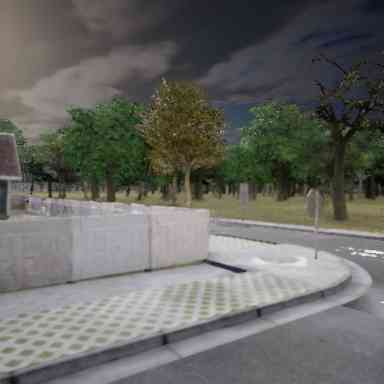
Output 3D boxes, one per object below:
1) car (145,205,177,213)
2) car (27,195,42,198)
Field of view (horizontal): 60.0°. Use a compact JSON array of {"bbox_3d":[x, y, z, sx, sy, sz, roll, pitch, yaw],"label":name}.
[{"bbox_3d":[-1.896,1.650,24.771,1.994,1.385,4.181,2,-1,-36],"label":"car"},{"bbox_3d":[-36.286,1.547,77.782,2.128,1.511,4.902,2,-1,-36],"label":"car"}]
